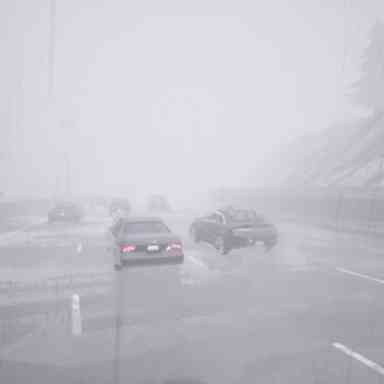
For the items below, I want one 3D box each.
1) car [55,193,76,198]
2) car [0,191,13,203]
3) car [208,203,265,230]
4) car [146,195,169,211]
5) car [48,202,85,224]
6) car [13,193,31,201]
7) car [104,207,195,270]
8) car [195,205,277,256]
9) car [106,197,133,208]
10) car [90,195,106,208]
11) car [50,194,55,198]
[{"bbox_3d":[-25.506,0.919,68.333,1.837,1.490,4.892,0,0,4],"label":"car"},{"bbox_3d":[-21.593,0.952,35.214,2.150,2.045,5.566,0,0,-7],"label":"car"},{"bbox_3d":[2.629,1.431,20.850,1.895,1.301,4.718,0,0,-15],"label":"car"},{"bbox_3d":[-3.530,1.082,33.872,2.097,1.767,4.553,0,0,-9],"label":"car"},{"bbox_3d":[-8.720,1.381,23.332,1.994,1.385,4.181,0,0,-12],"label":"car"},{"bbox_3d":[-32.886,1.027,63.805,2.128,1.511,4.902,0,0,2],"label":"car"},{"bbox_3d":[-1.765,1.460,10.891,2.033,1.411,5.357,0,0,-18],"label":"car"},{"bbox_3d":[1.359,1.387,12.758,2.128,1.511,4.902,0,0,-18],"label":"car"},{"bbox_3d":[-6.472,1.267,30.047,1.837,1.490,4.892,0,0,-10],"label":"car"},{"bbox_3d":[-11.488,1.179,41.581,1.837,1.490,4.892,0,1,-5],"label":"car"},{"bbox_3d":[-28.712,0.835,71.392,1.994,1.385,4.181,0,0,6],"label":"car"}]
